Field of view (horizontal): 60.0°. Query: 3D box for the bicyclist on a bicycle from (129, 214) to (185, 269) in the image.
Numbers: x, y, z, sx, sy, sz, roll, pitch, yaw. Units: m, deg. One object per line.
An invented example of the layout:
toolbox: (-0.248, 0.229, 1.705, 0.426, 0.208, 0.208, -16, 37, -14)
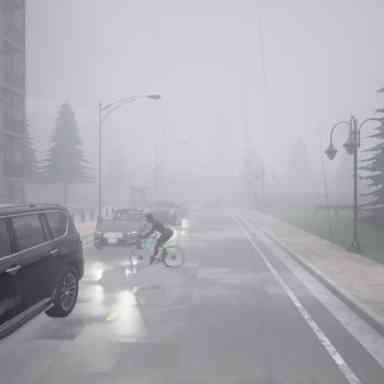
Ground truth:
bicyclist on a bicycle: (-1.046, 1.454, 9.724, 1.656, 1.620, 0.582, -2, 0, 4)

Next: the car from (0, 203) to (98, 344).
car: (-3.391, 1.223, 4.576, 2.150, 2.045, 5.566, 0, 0, 4)

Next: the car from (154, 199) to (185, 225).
car: (-1.961, 1.355, 23.734, 2.097, 1.767, 4.553, 0, 0, 5)

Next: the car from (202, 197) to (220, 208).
car: (2.667, 1.500, 46.574, 2.128, 1.511, 4.902, 0, 0, -8)

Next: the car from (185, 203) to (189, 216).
car: (-1.393, 1.604, 32.046, 1.895, 1.301, 4.718, 0, 0, 5)

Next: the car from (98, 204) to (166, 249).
car: (-2.686, 1.493, 14.430, 2.128, 1.511, 4.902, 0, 0, 4)
